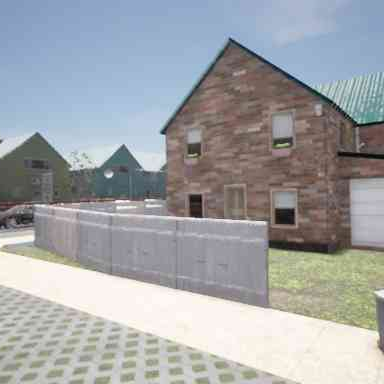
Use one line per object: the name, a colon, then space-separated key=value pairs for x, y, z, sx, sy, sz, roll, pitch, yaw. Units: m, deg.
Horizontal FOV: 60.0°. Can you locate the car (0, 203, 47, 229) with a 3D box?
car: x=-10.748 y=1.521 z=21.763 sx=1.837 sy=1.490 sz=4.892 roll=-2 pitch=-1 yaw=36
